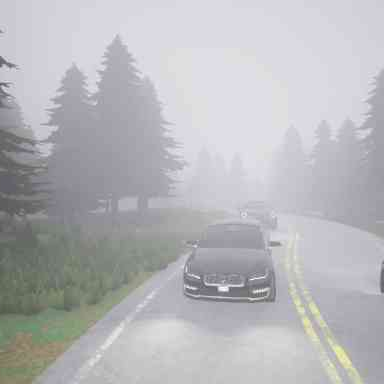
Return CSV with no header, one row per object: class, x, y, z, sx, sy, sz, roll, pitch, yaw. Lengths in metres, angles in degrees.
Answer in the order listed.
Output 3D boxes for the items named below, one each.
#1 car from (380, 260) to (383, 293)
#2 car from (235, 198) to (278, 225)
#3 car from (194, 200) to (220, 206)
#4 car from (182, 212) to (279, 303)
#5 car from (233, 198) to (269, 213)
car,4.493,1.308,4.640,2.097,1.767,4.553,-1,0,8
car,3.874,1.270,20.363,2.097,1.767,4.553,-1,0,5
car,1.915,1.799,44.857,1.812,1.442,4.674,3,-5,-35
car,1.090,1.496,8.410,1.837,1.490,4.892,-1,0,12
car,6.200,1.410,35.732,1.837,1.490,4.892,2,-1,-16
